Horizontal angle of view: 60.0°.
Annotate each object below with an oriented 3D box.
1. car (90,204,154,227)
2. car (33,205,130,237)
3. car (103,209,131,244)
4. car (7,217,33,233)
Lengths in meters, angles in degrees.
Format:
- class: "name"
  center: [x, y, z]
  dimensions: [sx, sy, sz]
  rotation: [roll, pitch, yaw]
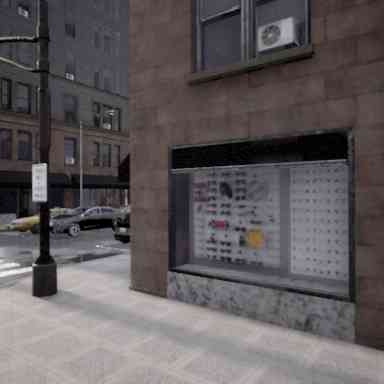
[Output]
- class: "car"
  center: [-4.979, 1.615, 24.238]
  dimensions: [2.008, 1.369, 4.403]
  rotation: [0, 0, 35]
- class: "car"
  center: [-5.839, 1.537, 18.676]
  dimensions: [2.128, 1.511, 4.902]
  rotation: [0, 0, 36]
- class: "car"
  center: [-1.594, 1.578, 15.164]
  dimensions: [1.947, 1.339, 4.313]
  rotation: [0, 0, 35]
- class: "car"
  center: [-8.221, 1.585, 19.693]
  dimensions: [1.752, 1.417, 4.829]
  rotation: [0, 0, 35]
